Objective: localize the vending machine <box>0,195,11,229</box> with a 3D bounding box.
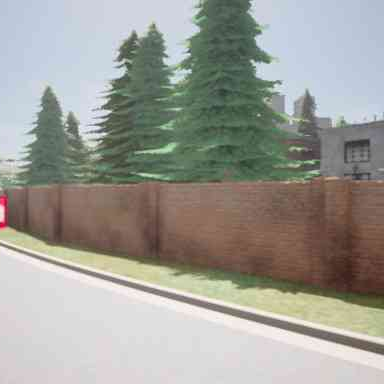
[{"bbox_3d":[-12.006,1.243,20.713,1.100,2.100,0.880,0,0,-38],"label":"vending machine"}]
